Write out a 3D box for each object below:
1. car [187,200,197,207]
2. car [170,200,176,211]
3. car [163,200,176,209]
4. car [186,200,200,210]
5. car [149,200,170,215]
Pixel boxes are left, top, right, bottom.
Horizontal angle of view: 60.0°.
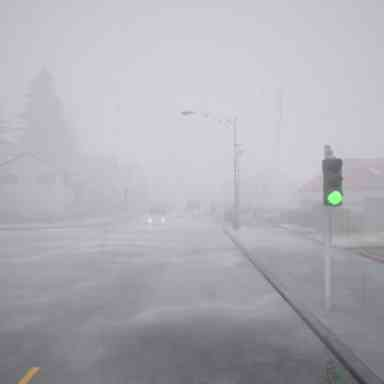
[{"bbox_3d":[0.042,2.650,75.365,2.128,1.511,4.902,0,-1,0],"label":"car"},{"bbox_3d":[-4.065,1.959,50.498,2.097,1.767,4.553,0,-1,0],"label":"car"},{"bbox_3d":[-4.024,2.205,60.569,1.882,1.535,5.008,0,-1,0],"label":"car"},{"bbox_3d":[0.129,1.989,53.040,2.097,1.767,4.553,0,-1,0],"label":"car"},{"bbox_3d":[-4.077,1.991,40.455,1.837,1.490,4.892,0,-1,0],"label":"car"}]
